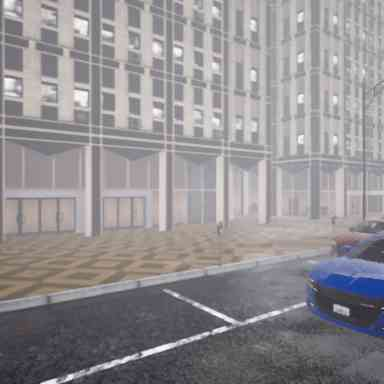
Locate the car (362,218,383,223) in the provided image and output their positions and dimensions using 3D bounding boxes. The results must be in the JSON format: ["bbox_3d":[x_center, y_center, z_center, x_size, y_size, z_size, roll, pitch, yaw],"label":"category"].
[{"bbox_3d":[6.514,1.572,11.208,4.507,1.381,1.887,0,0,-35],"label":"car"}]

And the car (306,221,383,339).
[{"bbox_3d":[4.263,1.495,6.418,5.008,1.535,1.882,0,0,-35],"label":"car"}]
